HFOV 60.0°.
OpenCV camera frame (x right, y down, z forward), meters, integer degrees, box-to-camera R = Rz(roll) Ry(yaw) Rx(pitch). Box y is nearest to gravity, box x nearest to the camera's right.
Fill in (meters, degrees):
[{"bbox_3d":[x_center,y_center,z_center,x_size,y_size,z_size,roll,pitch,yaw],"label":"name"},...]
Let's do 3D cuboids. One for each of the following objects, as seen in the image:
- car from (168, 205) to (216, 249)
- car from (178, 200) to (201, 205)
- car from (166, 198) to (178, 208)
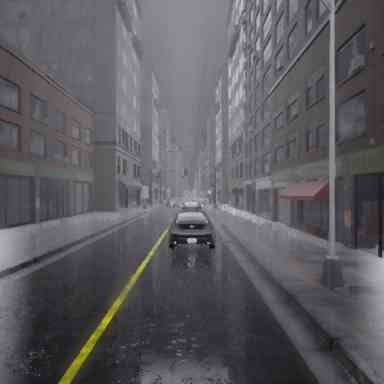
[{"bbox_3d":[0.000,1.537,14.652,1.837,1.490,4.892,0,0,0],"label":"car"},{"bbox_3d":[0.000,1.550,29.652,1.882,1.535,5.008,0,0,0],"label":"car"},{"bbox_3d":[-3.000,1.671,52.653,2.128,1.511,4.902,0,0,0],"label":"car"}]
